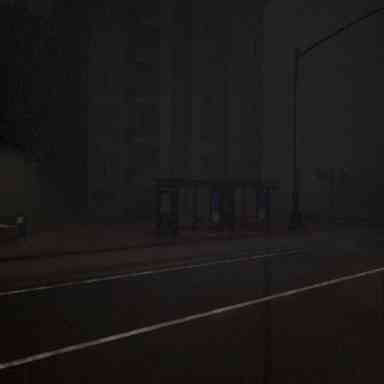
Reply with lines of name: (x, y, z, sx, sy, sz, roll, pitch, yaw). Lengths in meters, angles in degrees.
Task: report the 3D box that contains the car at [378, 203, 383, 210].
car: (22.168, 1.130, 34.322, 2.033, 1.411, 5.357, 1, -11, -36)
